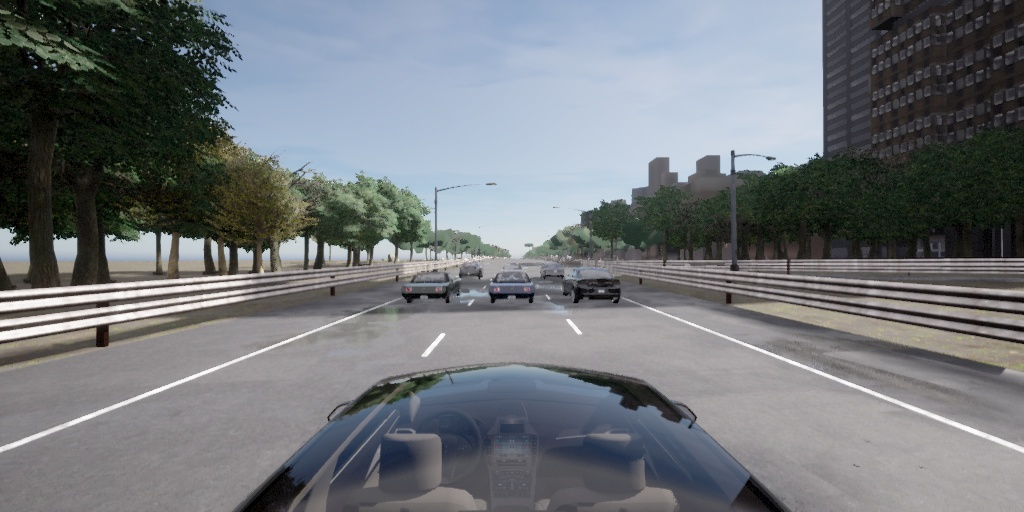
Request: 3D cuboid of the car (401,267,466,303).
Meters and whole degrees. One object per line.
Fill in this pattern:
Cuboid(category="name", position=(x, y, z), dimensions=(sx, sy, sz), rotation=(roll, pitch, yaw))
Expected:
Cuboid(category="car", position=(-3.500, 1.366, 16.530), dimensions=(1.895, 1.301, 4.718), rotation=(0, 0, 0))

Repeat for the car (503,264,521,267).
Cuboid(category="car", position=(0.000, 1.362, 31.530), dimensions=(1.895, 1.301, 4.718), rotation=(0, 0, 0))

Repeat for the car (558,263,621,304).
Cuboid(category="car", position=(3.500, 1.235, 16.500), dimensions=(1.882, 1.535, 5.008), rotation=(0, 0, 0))

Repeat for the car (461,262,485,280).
Cuboid(category="car", position=(-3.500, 1.241, 31.500), dimensions=(2.128, 1.511, 4.902), rotation=(0, 0, 0))

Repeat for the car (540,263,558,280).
Cuboid(category="car", position=(3.500, 1.310, 31.500), dimensions=(2.033, 1.411, 5.357), rotation=(0, 0, 0))

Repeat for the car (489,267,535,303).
Cuboid(category="car", position=(0.000, 1.366, 16.530), dimensions=(1.895, 1.301, 4.718), rotation=(0, 0, 0))
